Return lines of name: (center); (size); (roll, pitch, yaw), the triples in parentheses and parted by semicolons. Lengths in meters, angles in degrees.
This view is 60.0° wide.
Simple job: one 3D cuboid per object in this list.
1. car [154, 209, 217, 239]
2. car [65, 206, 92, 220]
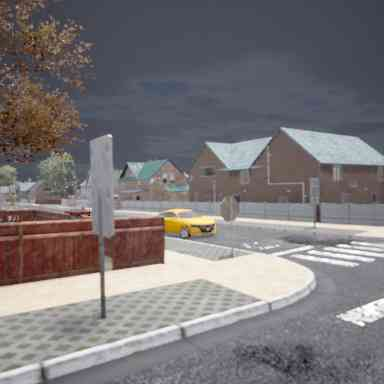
car: (-0.600, 1.784, 19.929); (1.882, 1.535, 5.008); (-2, 0, -36)
car: (-12.131, 2.238, 35.884); (1.895, 1.301, 4.718); (-2, 0, -36)
